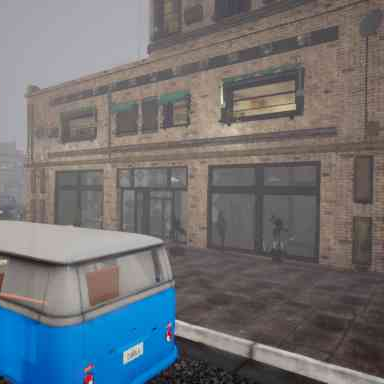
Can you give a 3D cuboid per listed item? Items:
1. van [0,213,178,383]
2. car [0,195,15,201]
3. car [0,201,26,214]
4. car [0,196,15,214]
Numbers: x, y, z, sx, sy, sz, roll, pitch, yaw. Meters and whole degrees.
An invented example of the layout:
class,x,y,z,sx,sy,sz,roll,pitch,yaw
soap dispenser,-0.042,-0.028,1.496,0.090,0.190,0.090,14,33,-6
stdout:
class,x,y,z,sx,sy,sz,roll,pitch,yaw
van,-2.082,1.340,4.335,3.998,1.788,1.690,0,1,35
car,-20.478,1.349,33.235,2.150,2.045,5.566,1,0,36
car,-15.256,1.793,30.583,1.947,1.339,4.313,0,0,36
car,-22.017,1.411,35.530,2.192,1.841,5.009,0,0,36
